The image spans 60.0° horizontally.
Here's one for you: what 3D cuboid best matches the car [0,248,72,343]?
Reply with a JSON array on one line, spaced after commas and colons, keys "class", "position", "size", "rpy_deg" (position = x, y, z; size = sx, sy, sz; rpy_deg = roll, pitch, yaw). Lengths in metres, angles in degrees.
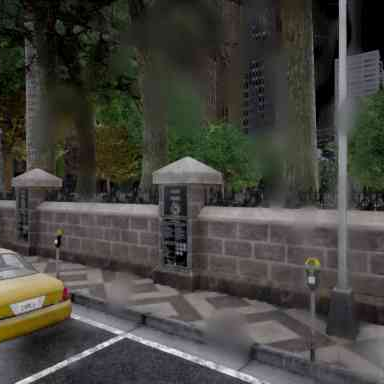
[{"class": "car", "position": [-4.131, 1.526, 5.926], "size": [4.829, 1.417, 1.752], "rpy_deg": [0, 0, 36]}]
